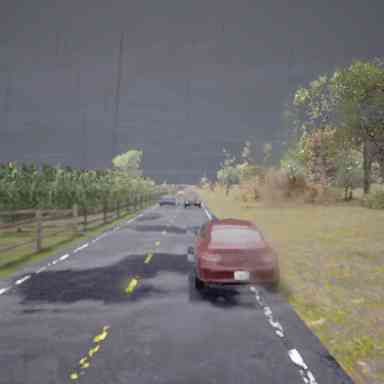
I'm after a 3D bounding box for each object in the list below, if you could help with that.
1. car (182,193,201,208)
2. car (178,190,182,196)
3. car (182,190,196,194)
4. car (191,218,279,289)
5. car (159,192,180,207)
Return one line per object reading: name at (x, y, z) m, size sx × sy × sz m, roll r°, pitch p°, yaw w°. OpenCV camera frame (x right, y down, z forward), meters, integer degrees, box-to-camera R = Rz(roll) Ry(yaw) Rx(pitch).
car at (0.067, 1.096, 37.255) m, size 1.895 × 1.301 × 4.718 m, roll 0°, pitch 1°, yaw 0°
car at (-2.819, 0.287, 83.687) m, size 1.882 × 1.535 × 5.008 m, roll 0°, pitch 1°, yaw 0°
car at (-0.015, 0.699, 47.608) m, size 2.097 × 1.767 × 4.553 m, roll 0°, pitch 1°, yaw 0°
car at (0.960, 1.411, 8.700) m, size 1.812 × 1.442 × 4.674 m, roll 0°, pitch 1°, yaw 0°
car at (-2.861, 1.008, 39.687) m, size 2.033 × 1.411 × 5.357 m, roll 0°, pitch 1°, yaw 0°
